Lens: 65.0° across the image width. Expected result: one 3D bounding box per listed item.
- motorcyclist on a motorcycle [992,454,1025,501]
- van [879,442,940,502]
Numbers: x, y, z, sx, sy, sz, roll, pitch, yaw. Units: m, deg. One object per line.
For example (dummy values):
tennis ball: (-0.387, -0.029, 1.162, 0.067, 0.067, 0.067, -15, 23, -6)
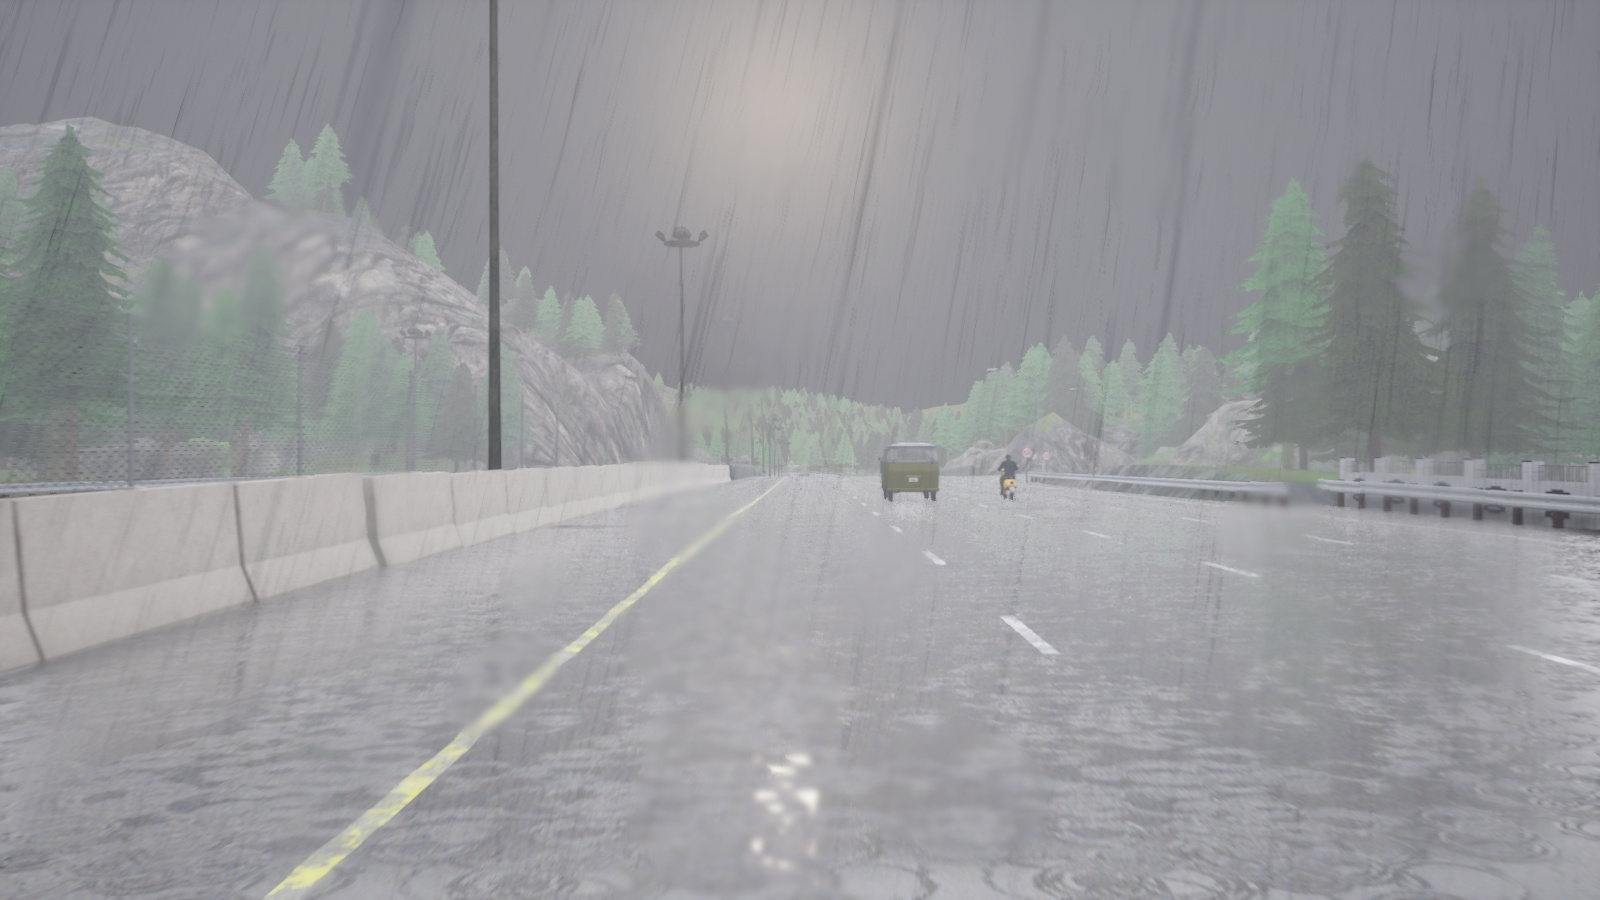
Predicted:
motorcyclist on a motorcycle: (7.265, 0.954, 43.884, 0.866, 1.590, 1.817, 0, -1, 0)
van: (3.764, 0.748, 43.729, 1.775, 1.987, 4.442, 0, -1, 0)
